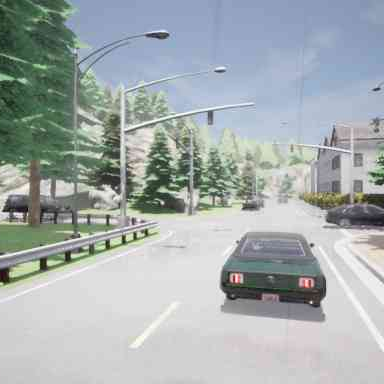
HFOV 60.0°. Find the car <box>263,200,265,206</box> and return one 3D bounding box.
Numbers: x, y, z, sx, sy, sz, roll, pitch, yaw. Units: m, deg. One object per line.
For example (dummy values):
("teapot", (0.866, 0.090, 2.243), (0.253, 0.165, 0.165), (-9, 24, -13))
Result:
("car", (10.072, 1.491, 51.024), (2.128, 1.511, 4.902), (0, 0, 16))

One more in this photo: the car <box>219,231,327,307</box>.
("car", (1.986, 1.601, 8.067), (1.895, 1.301, 4.718), (0, 0, 15))

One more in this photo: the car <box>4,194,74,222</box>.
("car", (-12.403, 1.232, 26.921), (5.566, 2.045, 2.150), (1, 0, 15))

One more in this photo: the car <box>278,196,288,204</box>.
("car", (17.362, 1.547, 63.527), (2.033, 1.411, 5.357), (0, 0, 16))

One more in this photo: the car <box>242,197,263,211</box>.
("car", (7.332, 1.601, 41.207), (1.895, 1.301, 4.718), (0, 0, 16))

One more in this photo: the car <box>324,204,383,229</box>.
("car", (10.838, 1.519, 20.647), (4.892, 1.490, 1.837), (0, 0, 15))
